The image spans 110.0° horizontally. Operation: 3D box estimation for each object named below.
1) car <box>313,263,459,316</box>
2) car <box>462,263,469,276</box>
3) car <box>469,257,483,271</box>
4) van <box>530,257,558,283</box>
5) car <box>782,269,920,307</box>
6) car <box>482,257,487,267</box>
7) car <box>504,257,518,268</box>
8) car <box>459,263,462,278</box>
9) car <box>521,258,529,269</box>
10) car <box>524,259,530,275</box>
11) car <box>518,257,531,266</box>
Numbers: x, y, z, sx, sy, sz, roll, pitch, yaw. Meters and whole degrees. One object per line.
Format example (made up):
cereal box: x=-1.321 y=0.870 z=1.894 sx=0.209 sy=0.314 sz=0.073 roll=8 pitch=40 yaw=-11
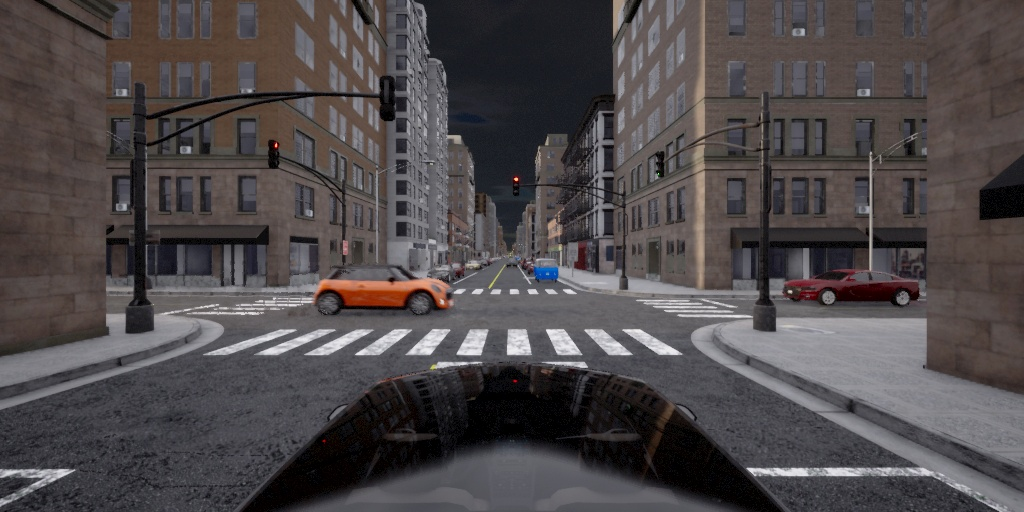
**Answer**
car: x=-4.424 y=1.087 z=12.802 sx=4.553 sy=1.767 sz=2.097 roll=0 pitch=0 yaw=0
car: x=-5.447 y=1.293 z=33.614 sx=1.888 sy=1.381 sz=4.507 roll=0 pitch=0 yaw=0
car: x=-5.478 y=1.269 z=50.490 sx=1.751 sy=1.417 sz=4.829 roll=0 pitch=0 yaw=0
van: x=2.589 y=1.089 z=27.956 sx=1.690 sy=1.789 sz=3.998 roll=0 pitch=0 yaw=0
car: x=14.789 y=1.326 z=15.820 sx=5.008 sy=1.535 sz=1.882 roll=0 pitch=0 yaw=1
car: x=-5.489 y=1.306 z=56.342 sx=1.948 sy=1.339 sz=4.313 roll=0 pitch=0 yaw=0
car: x=-0.013 y=1.337 z=61.567 sx=1.895 sy=1.301 sz=4.718 roll=0 pitch=0 yaw=0
car: x=-5.436 y=1.299 z=27.932 sx=2.007 sy=1.370 sz=4.403 roll=0 pitch=0 yaw=0
car: x=2.547 y=1.326 z=50.681 sx=1.802 sy=1.307 sz=4.207 roll=0 pitch=0 yaw=0
car: x=2.568 y=1.330 z=39.318 sx=1.802 sy=1.307 sz=4.207 roll=0 pitch=0 yaw=0
car: x=2.536 y=1.055 z=56.363 sx=2.192 sy=1.841 sz=5.009 roll=0 pitch=0 yaw=0
